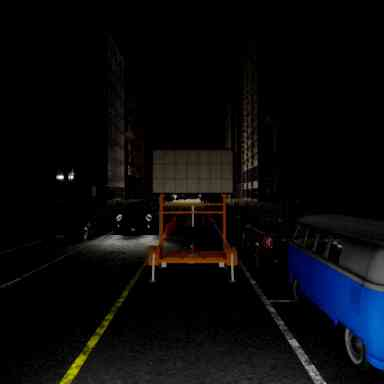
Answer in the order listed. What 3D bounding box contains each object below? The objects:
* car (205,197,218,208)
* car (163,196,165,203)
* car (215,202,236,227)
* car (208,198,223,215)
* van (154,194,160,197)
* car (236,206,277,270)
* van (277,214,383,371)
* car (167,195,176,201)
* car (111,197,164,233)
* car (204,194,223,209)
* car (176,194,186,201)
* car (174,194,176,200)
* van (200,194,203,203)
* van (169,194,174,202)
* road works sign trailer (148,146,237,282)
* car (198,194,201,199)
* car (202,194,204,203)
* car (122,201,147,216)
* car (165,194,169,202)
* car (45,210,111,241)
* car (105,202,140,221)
[{"bbox_3d":[2.901,1.549,50.441,1.752,1.417,4.829,0,0,0],"label":"car"},{"bbox_3d":[-5.625,1.463,50.282,1.967,1.590,4.097,0,0,0],"label":"car"},{"bbox_3d":[2.823,1.570,22.225,1.947,1.339,4.313,0,0,0],"label":"car"},{"bbox_3d":[2.854,1.593,33.444,1.802,1.307,4.206,0,0,0],"label":"car"},{"bbox_3d":[-5.640,1.360,44.673,1.690,1.788,3.998,0,0,0],"label":"van"},{"bbox_3d":[2.793,1.441,11.007,1.967,1.590,4.097,0,0,0],"label":"car"},{"bbox_3d":[2.778,1.341,5.398,1.690,1.788,3.998,0,0,0],"label":"van"},{"bbox_3d":[-5.517,1.610,89.548,2.008,1.369,4.403,0,0,0],"label":"car"},{"bbox_3d":[-3.047,1.355,19.443,2.097,1.767,4.553,0,0,0],"label":"car"},{"bbox_3d":[2.870,1.330,39.053,2.192,1.841,5.009,0,0,0],"label":"car"},{"bbox_3d":[-2.769,1.277,84.418,2.150,2.045,5.566,0,0,0],"label":"car"},{"bbox_3d":[-5.548,1.363,78.330,2.192,1.841,5.009,0,0,0],"label":"car"},{"bbox_3d":[2.931,1.374,61.489,1.690,1.788,3.998,0,0,0],"label":"van"},{"bbox_3d":[-5.563,1.383,72.721,1.690,1.788,3.998,0,0,0],"label":"van"},{"bbox_3d":[0.026,0.465,9.739,2.380,3.560,2.880,0,0,0],"label":"road works sign trailer"},{"bbox_3d":[2.962,1.357,72.707,2.192,1.841,5.009,0,0,0],"label":"car"},{"bbox_3d":[2.885,1.334,44.662,2.192,1.841,5.009,0,0,0],"label":"car"},{"bbox_3d":[-5.671,1.593,33.454,1.802,1.307,4.206,0,0,0],"label":"car"},{"bbox_3d":[-5.609,1.343,55.892,2.192,1.841,5.009,0,0,0],"label":"car"},{"bbox_3d":[-5.717,1.568,16.626,1.947,1.339,4.313,0,0,0],"label":"car"},{"bbox_3d":[-5.686,1.558,27.845,2.008,1.369,4.403,0,0,0],"label":"car"}]
